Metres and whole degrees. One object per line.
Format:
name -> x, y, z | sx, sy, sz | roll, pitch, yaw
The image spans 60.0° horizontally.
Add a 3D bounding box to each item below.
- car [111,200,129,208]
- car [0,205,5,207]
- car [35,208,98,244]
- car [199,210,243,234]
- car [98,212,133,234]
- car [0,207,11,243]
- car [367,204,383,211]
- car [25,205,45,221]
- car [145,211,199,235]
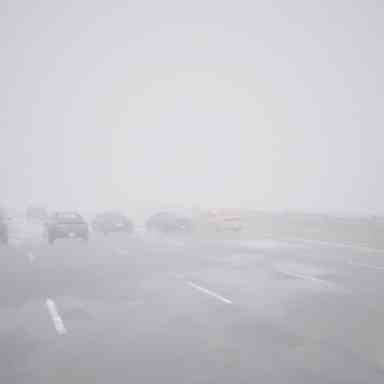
car -> -15.656, 2.665, 73.059 | 3.866, 1.878, 1.905 | 2, -2, -29
car -> -18.983, 1.931, 32.266 | 1.882, 1.535, 5.008 | 2, -1, -29
car -> -6.782, 1.801, 17.623 | 2.128, 1.511, 4.902 | 2, -1, -29
car -> 1.631, 2.072, 24.084 | 1.882, 1.535, 5.008 | 2, -1, -29
car -> -5.454, 2.006, 22.411 | 1.994, 1.385, 4.181 | 2, -2, -29
car -> -10.482, 1.742, 17.069 | 1.837, 1.490, 4.892 | 2, -1, -29
car -> 38.705, 3.429, 68.461 | 1.932, 1.855, 4.605 | 2, -2, -29
car -> -15.728, 2.028, 33.614 | 2.128, 1.511, 4.902 | 2, -2, -29
car -> -1.667, 2.037, 22.796 | 1.812, 1.442, 4.674 | 2, -1, -29
